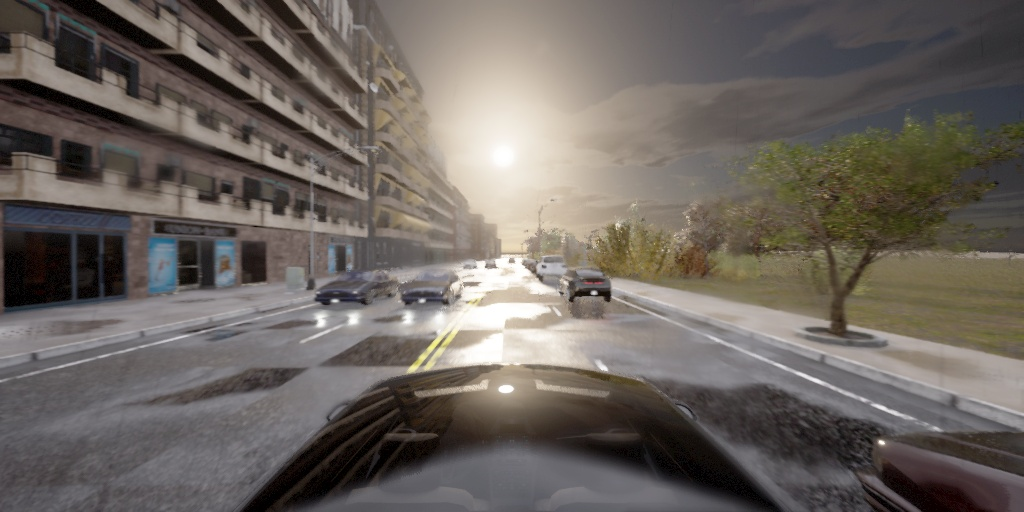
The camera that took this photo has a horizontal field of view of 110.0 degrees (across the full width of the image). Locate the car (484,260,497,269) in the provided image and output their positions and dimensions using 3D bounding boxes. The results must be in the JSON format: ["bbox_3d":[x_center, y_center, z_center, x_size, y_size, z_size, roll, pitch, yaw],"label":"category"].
[{"bbox_3d":[-3.318,1.296,57.128,1.812,1.442,4.674,0,0,1],"label":"car"}]

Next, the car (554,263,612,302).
[{"bbox_3d":[3.344,1.257,17.049,1.837,1.490,4.892,0,0,0],"label":"car"}]

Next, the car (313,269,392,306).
[{"bbox_3d":[-6.603,1.297,16.033,2.033,1.411,5.357,0,0,0],"label":"car"}]

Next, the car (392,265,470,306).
[{"bbox_3d":[-3.353,1.297,16.035,2.033,1.411,5.357,0,0,0],"label":"car"}]

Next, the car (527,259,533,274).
[{"bbox_3d":[3.229,1.264,41.264,2.163,1.488,4.792,0,0,0],"label":"car"}]

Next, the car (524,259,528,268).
[{"bbox_3d":[3.222,1.244,52.235,1.882,1.535,5.008,0,0,0],"label":"car"}]

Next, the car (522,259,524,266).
[{"bbox_3d":[3.216,1.374,63.265,1.895,1.301,4.718,0,0,0],"label":"car"}]

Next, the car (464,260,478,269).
[{"bbox_3d":[-6.568,1.295,57.126,1.812,1.442,4.674,0,0,1],"label":"car"}]

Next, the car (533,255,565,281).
[{"bbox_3d":[3.235,0.977,30.264,2.150,2.045,5.566,0,0,0],"label":"car"}]
